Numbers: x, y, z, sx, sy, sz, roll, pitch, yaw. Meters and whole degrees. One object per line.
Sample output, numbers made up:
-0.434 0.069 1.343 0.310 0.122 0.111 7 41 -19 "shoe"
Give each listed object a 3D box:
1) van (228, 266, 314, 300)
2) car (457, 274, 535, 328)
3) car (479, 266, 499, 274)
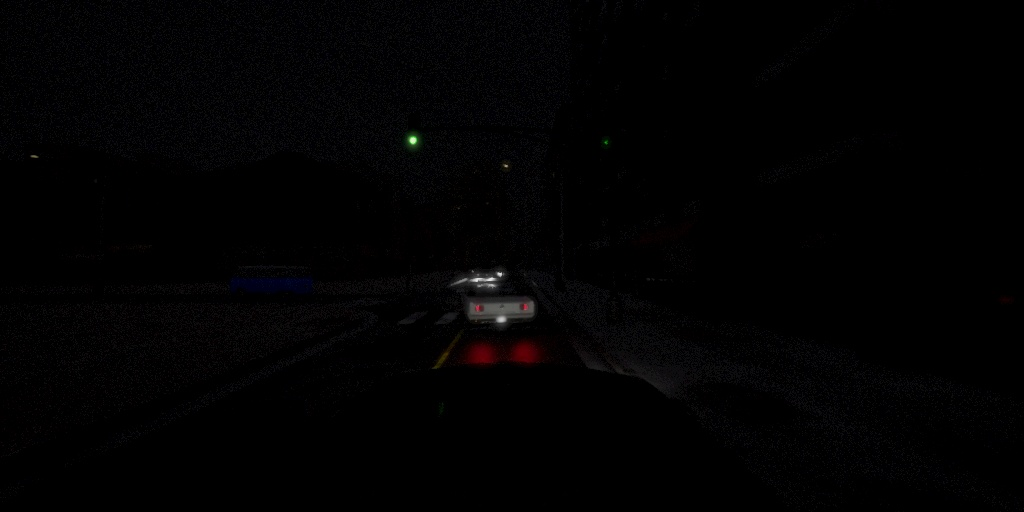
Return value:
-12.930 1.426 19.307 3.998 1.789 1.690 0 0 0 "van"
-0.727 1.447 11.834 1.895 1.301 4.718 0 -1 -12 "car"
-2.855 1.906 42.733 1.895 1.301 4.718 0 -1 0 "car"
